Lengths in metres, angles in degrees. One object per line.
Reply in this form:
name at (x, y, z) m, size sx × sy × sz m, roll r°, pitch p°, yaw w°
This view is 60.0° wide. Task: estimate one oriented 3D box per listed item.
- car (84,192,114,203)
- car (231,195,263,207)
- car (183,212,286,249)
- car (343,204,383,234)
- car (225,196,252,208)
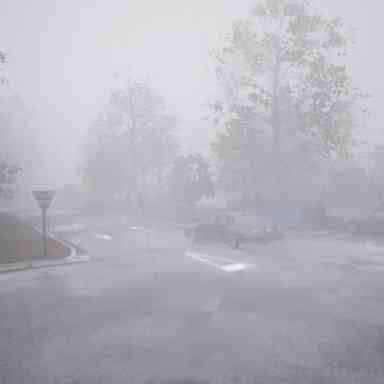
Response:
car at (-14.809, 0.867, 53.170) m, size 4.553 × 1.767 × 2.097 m, roll -1°, pitch 0°, yaw -32°
car at (7.655, 1.246, 46.330) m, size 1.994 × 1.385 × 4.181 m, roll -3°, pitch 2°, yaw -35°
car at (1.610, 1.595, 14.686) m, size 2.033 × 1.411 × 5.357 m, roll 0°, pitch -3°, yaw -31°
car at (10.172, 1.556, 17.037) m, size 2.002 × 1.452 × 4.674 m, roll 1°, pitch 0°, yaw -35°
car at (6.476, 1.438, 42.596) m, size 1.895 × 1.301 × 4.718 m, roll -3°, pitch 2°, yaw -35°
